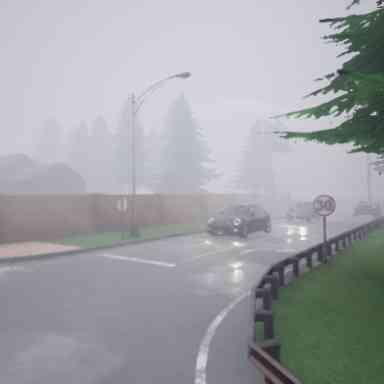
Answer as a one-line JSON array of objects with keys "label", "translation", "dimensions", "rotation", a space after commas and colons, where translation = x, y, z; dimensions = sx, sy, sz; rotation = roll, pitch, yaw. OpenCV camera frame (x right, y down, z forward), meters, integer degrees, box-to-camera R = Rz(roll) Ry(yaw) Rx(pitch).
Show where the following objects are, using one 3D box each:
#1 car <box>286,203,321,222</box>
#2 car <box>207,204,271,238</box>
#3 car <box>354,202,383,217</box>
[{"label": "car", "translation": [9.583, 1.671, 28.260], "dimensions": [2.128, 1.511, 4.902], "rotation": [-1, 0, 36]}, {"label": "car", "translation": [2.732, 1.515, 18.836], "dimensions": [2.097, 1.767, 4.553], "rotation": [-1, -1, 36]}, {"label": "car", "translation": [17.286, 1.666, 32.795], "dimensions": [1.812, 1.442, 4.674], "rotation": [-1, -1, 36]}]
